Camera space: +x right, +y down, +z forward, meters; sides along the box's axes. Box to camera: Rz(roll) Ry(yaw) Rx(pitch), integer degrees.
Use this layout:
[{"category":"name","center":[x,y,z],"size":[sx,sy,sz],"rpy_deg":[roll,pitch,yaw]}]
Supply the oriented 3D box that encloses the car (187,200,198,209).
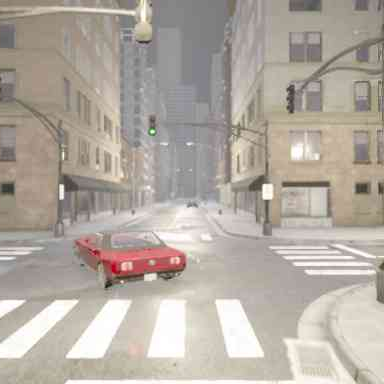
[{"category":"car","center":[0.077,2.046,55.934],"size":[1.812,1.442,4.674],"rpy_deg":[0,0,0]}]

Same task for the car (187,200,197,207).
[{"category":"car","center":[-0.021,2.207,65.861],"size":[1.895,1.301,4.718],"rpy_deg":[0,0,0]}]

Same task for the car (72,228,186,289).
[{"category":"car","center":[-2.073,1.694,9.589],"size":[1.895,1.301,4.718],"rpy_deg":[0,-1,-30]}]
